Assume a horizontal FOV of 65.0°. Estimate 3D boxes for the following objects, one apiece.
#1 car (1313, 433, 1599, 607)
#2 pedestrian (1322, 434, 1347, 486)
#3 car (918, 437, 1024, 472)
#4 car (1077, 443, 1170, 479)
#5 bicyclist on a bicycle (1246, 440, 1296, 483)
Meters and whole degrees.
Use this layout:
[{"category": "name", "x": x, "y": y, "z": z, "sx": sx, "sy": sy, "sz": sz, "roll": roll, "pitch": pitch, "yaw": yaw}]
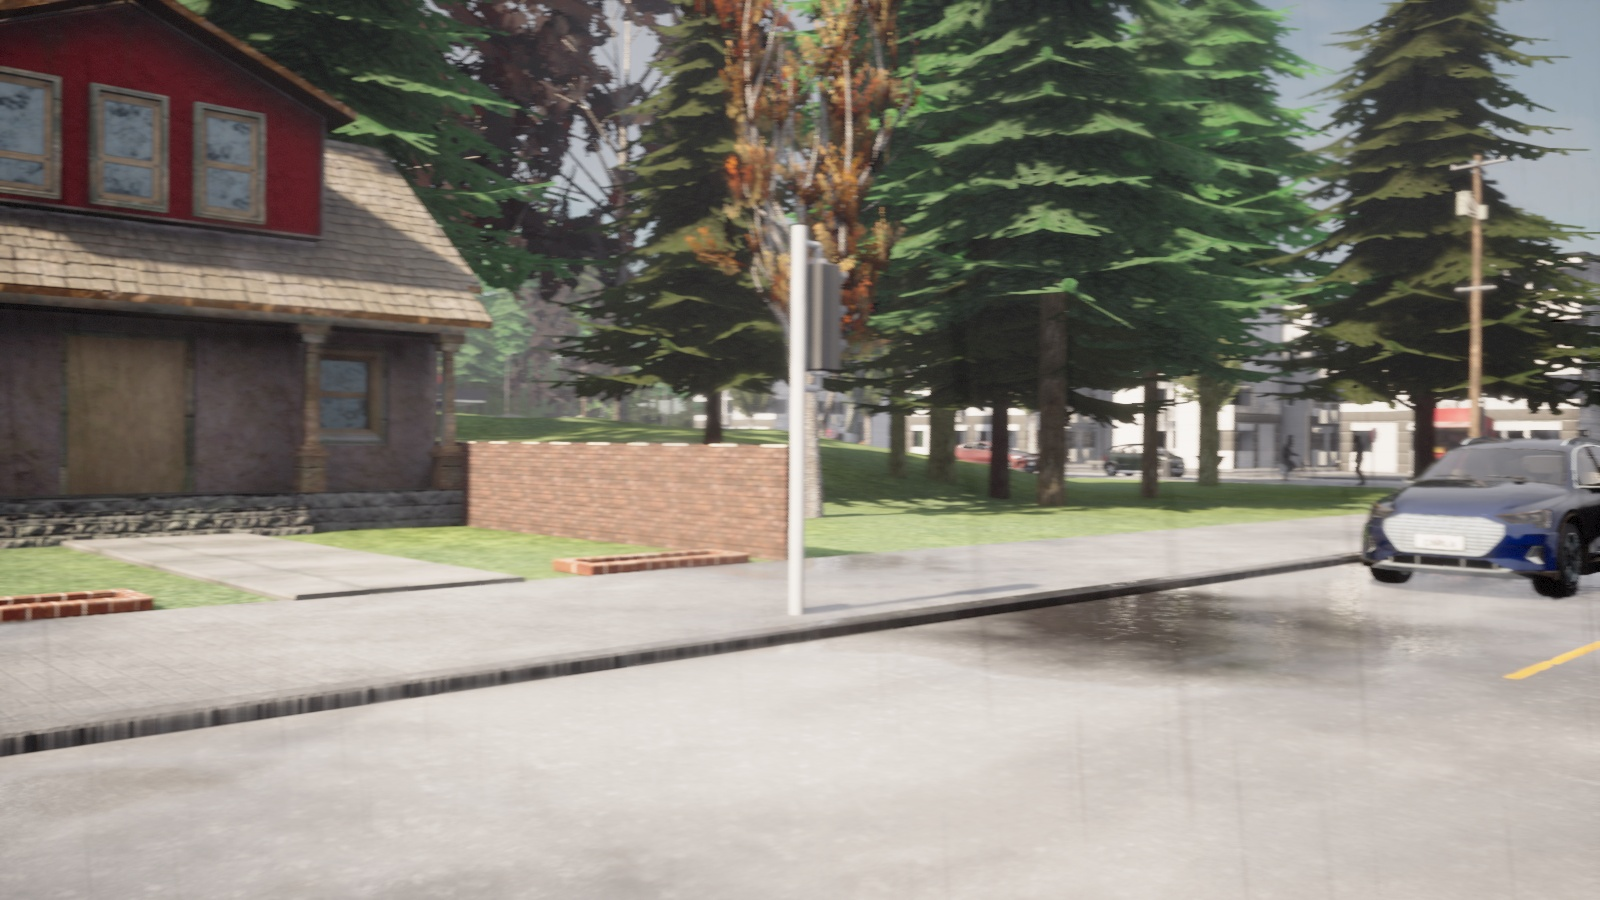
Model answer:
[{"category": "car", "x": 7.904, "y": 0.661, "z": 14.348, "sx": 2.033, "sy": 1.649, "sz": 4.856, "roll": 1, "pitch": 1, "yaw": 45}, {"category": "pedestrian", "x": 19.130, "y": 0.353, "z": 44.942, "sx": 0.726, "sy": 1.835, "sz": 0.370, "roll": 1, "pitch": 0, "yaw": 41}, {"category": "car", "x": 8.593, "y": 0.192, "z": 63.493, "sx": 2.152, "sy": 1.651, "sz": 5.027, "roll": 0, "pitch": 1, "yaw": -44}, {"category": "car", "x": 14.719, "y": 0.496, "z": 57.221, "sx": 1.789, "sy": 1.549, "sz": 3.705, "roll": 0, "pitch": 0, "yaw": -44}, {"category": "bicyclist on a bicycle", "x": 19.588, "y": 0.470, "z": 52.272, "sx": 0.659, "sy": 1.776, "sz": 1.843, "roll": 0, "pitch": 0, "yaw": -44}]
